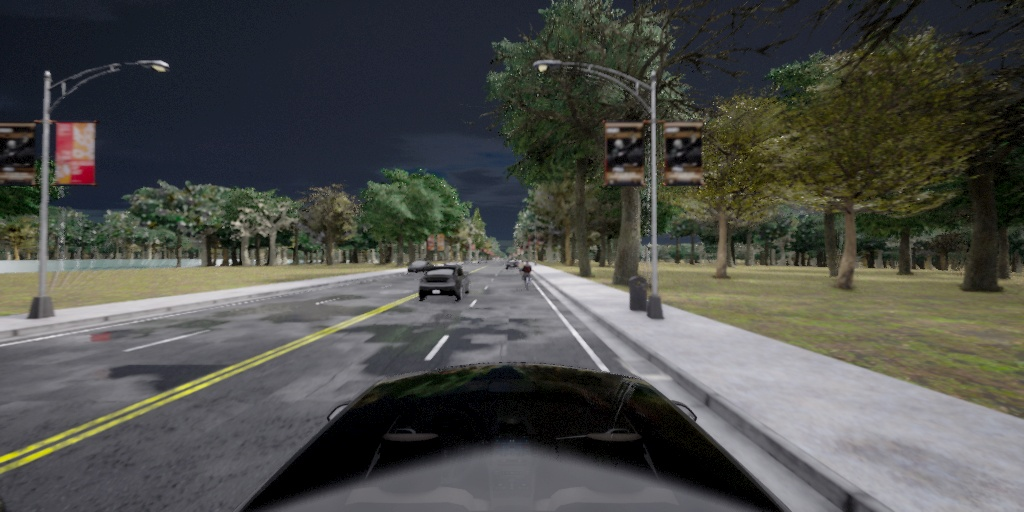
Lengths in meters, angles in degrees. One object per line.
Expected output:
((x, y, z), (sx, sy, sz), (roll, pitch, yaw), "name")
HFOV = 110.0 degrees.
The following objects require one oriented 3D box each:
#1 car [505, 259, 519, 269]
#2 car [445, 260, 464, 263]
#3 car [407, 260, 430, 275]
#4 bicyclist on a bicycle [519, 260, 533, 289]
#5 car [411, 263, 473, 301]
((0.084, 1.236, 55.346), (1.812, 1.442, 4.674), (0, 0, 0), "car")
((-6.592, 1.327, 37.756), (1.895, 1.301, 4.718), (0, 0, 0), "car")
((-9.838, 1.203, 38.695), (1.882, 1.535, 5.008), (0, 0, 0), "car")
((0.893, 1.110, 20.755), (0.659, 1.776, 1.843), (0, 0, 0), "bicyclist on a bicycle")
((-3.152, 1.247, 17.323), (1.837, 1.490, 4.892), (0, 0, 0), "car")
